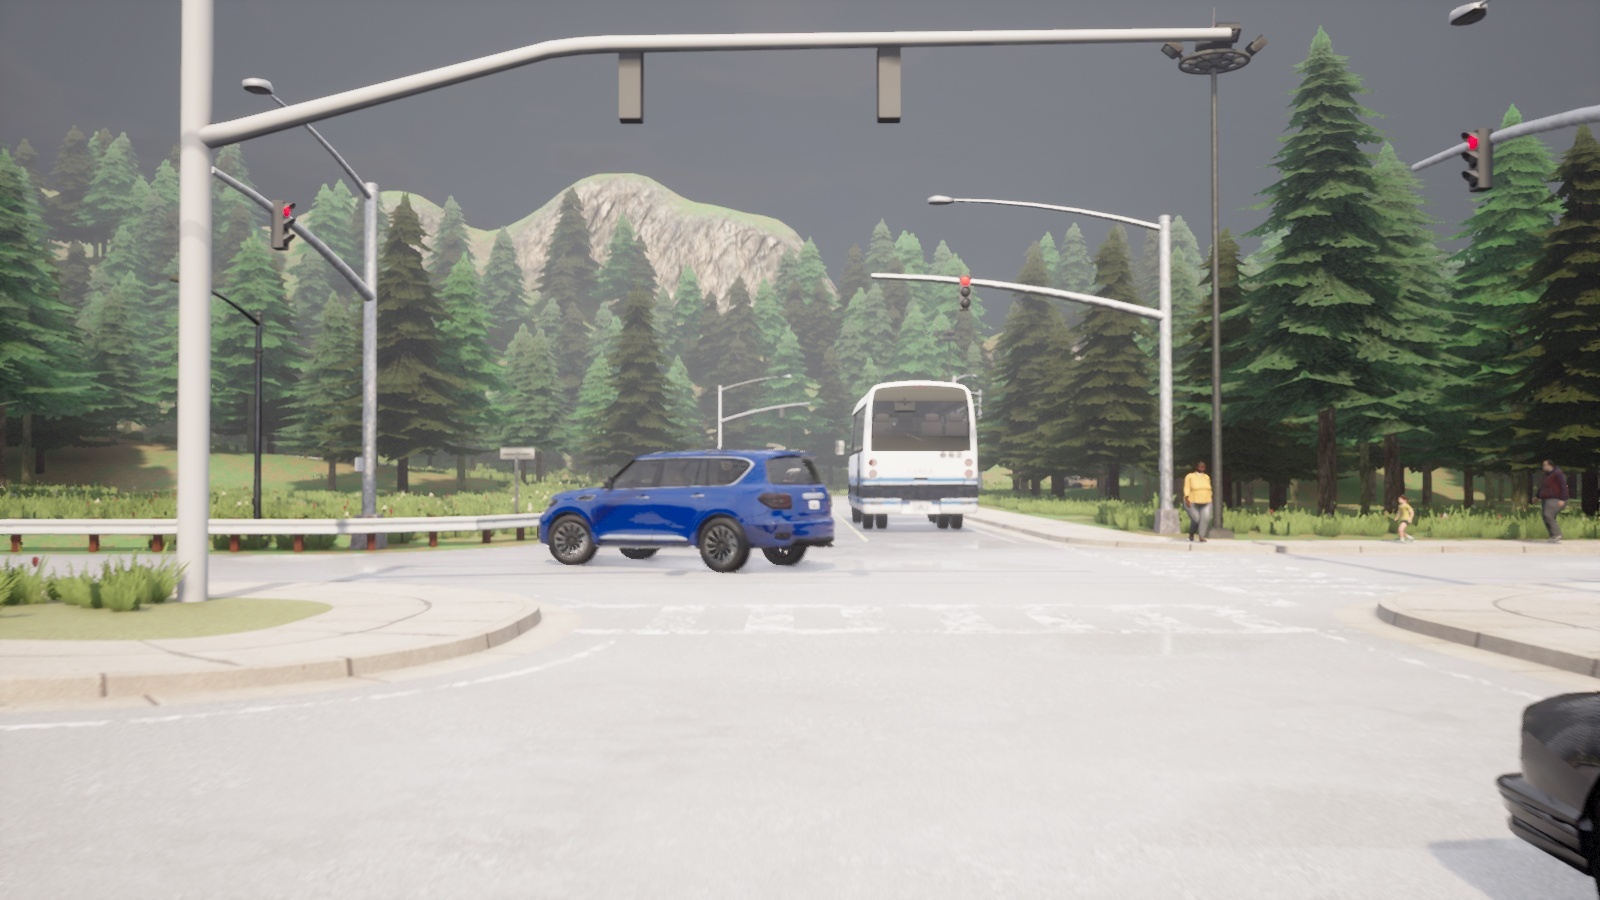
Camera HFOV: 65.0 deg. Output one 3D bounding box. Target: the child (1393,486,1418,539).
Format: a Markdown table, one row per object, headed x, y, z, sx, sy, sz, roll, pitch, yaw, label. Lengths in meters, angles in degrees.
| x | y | z | sx | sy | sz | roll | pitch | yaw | label |
| --- | --- | --- | --- | --- | --- | --- | --- | --- | --- |
| 12.940 | 1.330 | 26.847 | 0.394 | 1.110 | 0.255 | 0 | -1 | -5 | child |

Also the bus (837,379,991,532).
| x | y | z | sx | sy | sz | roll | pitch | yaw | label |
| --- | --- | --- | --- | --- | --- | --- | --- | --- | --- |
| 3.336 | 0.255 | 40.359 | 3.944 | 4.253 | 10.273 | 0 | -1 | 0 | bus |

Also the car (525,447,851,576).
| x | y | z | sx | sy | sz | roll | pitch | yaw | label |
| --- | --- | --- | --- | --- | --- | --- | --- | --- | --- |
| -2.063 | 1.042 | 22.326 | 5.566 | 2.045 | 2.150 | -1 | -2 | 31 | car |

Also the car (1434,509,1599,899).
| x | y | z | sx | sy | sz | roll | pitch | yaw | label |
| --- | --- | --- | --- | --- | --- | --- | --- | --- | --- |
| 3.487 | 0.884 | 2.189 | 2.033 | 1.411 | 5.357 | 0 | -1 | 0 | car |

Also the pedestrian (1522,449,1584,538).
| x | y | z | sx | sy | sz | roll | pitch | yaw | label |
| --- | --- | --- | --- | --- | --- | --- | --- | --- | --- |
| 15.939 | 0.919 | 26.580 | 0.899 | 1.844 | 0.634 | -1 | -1 | 3 | pedestrian |

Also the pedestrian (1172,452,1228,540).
| x | y | z | sx | sy | sz | roll | pitch | yaw | label |
| --- | --- | --- | --- | --- | --- | --- | --- | --- | --- |
| 8.585 | 0.985 | 26.968 | 0.874 | 1.855 | 0.900 | 0 | -1 | -2 | pedestrian |
